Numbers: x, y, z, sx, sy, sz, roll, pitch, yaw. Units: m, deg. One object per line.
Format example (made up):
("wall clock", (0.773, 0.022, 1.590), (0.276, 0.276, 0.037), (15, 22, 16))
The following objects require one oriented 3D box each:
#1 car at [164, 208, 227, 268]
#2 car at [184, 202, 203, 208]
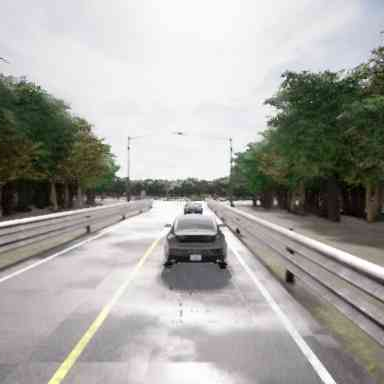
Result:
("car", (0.105, 1.518, 11.361), (1.837, 1.490, 4.892), (0, 0, 0))
("car", (0.126, 1.710, 33.646), (1.895, 1.301, 4.718), (0, 0, 0))
